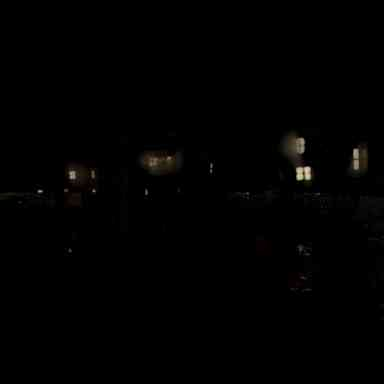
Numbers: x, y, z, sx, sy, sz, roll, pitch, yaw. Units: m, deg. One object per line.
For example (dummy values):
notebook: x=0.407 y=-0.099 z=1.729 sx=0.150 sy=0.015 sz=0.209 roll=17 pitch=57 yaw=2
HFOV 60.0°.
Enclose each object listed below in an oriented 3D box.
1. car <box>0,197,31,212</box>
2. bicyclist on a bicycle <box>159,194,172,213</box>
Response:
car: x=-19.840 y=1.285 z=36.635 sx=4.902 sy=1.511 sz=2.128 roll=0 pitch=3 yaw=30
bicyclist on a bicycle: x=-2.297 y=1.001 z=28.463 sx=0.582 sy=1.620 sz=1.656 roll=0 pitch=3 yaw=39
